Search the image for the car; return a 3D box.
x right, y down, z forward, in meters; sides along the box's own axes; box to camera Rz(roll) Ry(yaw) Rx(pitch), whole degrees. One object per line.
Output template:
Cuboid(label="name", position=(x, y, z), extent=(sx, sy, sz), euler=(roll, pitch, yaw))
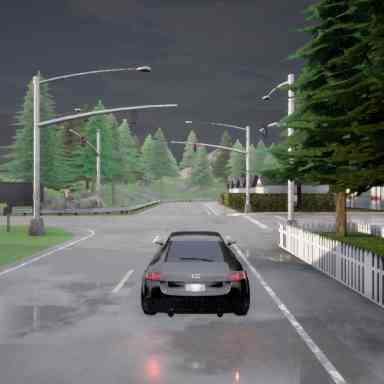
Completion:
Cuboid(label="car", position=(0.075, 1.564, 7.553), extent=(1.994, 1.385, 4.181), euler=(0, 0, 1))
